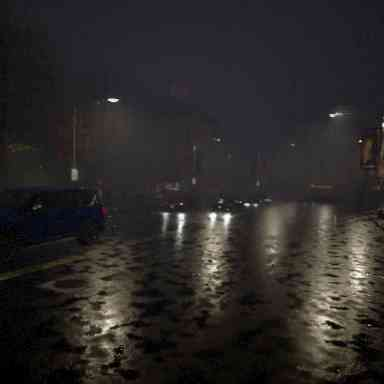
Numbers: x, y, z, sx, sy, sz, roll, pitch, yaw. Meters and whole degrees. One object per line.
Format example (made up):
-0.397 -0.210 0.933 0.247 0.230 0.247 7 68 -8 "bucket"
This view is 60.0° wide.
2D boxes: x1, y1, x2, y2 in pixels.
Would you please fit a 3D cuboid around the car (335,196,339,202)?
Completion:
22.947 1.052 57.163 4.718 1.301 1.895 1 1 -30 "car"

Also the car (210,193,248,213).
3.135 1.039 29.167 1.994 1.385 4.181 2 1 25 "car"

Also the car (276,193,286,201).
13.146 0.813 54.127 4.718 1.301 1.895 1 1 -37 "car"

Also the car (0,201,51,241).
-7.991 1.132 12.747 1.895 1.301 4.718 2 1 23 "car"

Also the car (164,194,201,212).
-0.666 0.903 29.313 1.812 1.442 4.674 2 1 25 "car"

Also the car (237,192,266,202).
9.046 0.717 50.124 2.002 1.452 4.674 3 2 43 "car"

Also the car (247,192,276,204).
9.219 0.857 45.588 1.994 1.385 4.181 2 2 42 "car"

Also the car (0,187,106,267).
-5.095 0.868 10.633 2.150 2.045 5.566 2 1 24 "car"

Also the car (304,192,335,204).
18.969 1.043 50.148 4.718 1.301 1.895 1 1 -38 "car"
